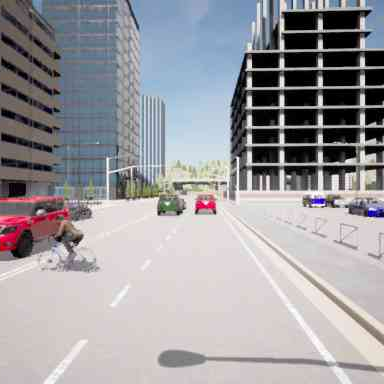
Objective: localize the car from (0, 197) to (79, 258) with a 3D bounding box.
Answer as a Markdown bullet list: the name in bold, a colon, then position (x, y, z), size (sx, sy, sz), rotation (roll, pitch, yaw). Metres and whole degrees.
- **car**: position (-6.656, 1.221, 13.087), size (2.150, 2.045, 5.566), rotation (0, 0, 2)

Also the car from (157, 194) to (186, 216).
- **car**: position (-2.134, 1.221, 33.169), size (2.150, 2.045, 5.566), rotation (0, 0, 3)

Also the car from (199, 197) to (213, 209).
- **car**: position (1.875, 1.505, 45.471), size (1.837, 1.490, 4.892), rotation (0, 0, 2)

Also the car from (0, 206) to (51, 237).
- **car**: position (-9.921, 1.564, 18.849), size (1.994, 1.385, 4.181), rotation (0, 0, 3)

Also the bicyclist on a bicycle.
- **bicyclist on a bicycle**: position (-3.511, 1.455, 9.287), size (1.656, 1.620, 0.582), rotation (-2, 0, 2)

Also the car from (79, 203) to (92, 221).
- **car**: position (-9.508, 1.564, 26.597), size (1.994, 1.385, 4.181), rotation (0, 0, 2)

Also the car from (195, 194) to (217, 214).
- **car**: position (1.466, 1.222, 35.506), size (2.150, 2.045, 5.566), rotation (0, 0, 2)
